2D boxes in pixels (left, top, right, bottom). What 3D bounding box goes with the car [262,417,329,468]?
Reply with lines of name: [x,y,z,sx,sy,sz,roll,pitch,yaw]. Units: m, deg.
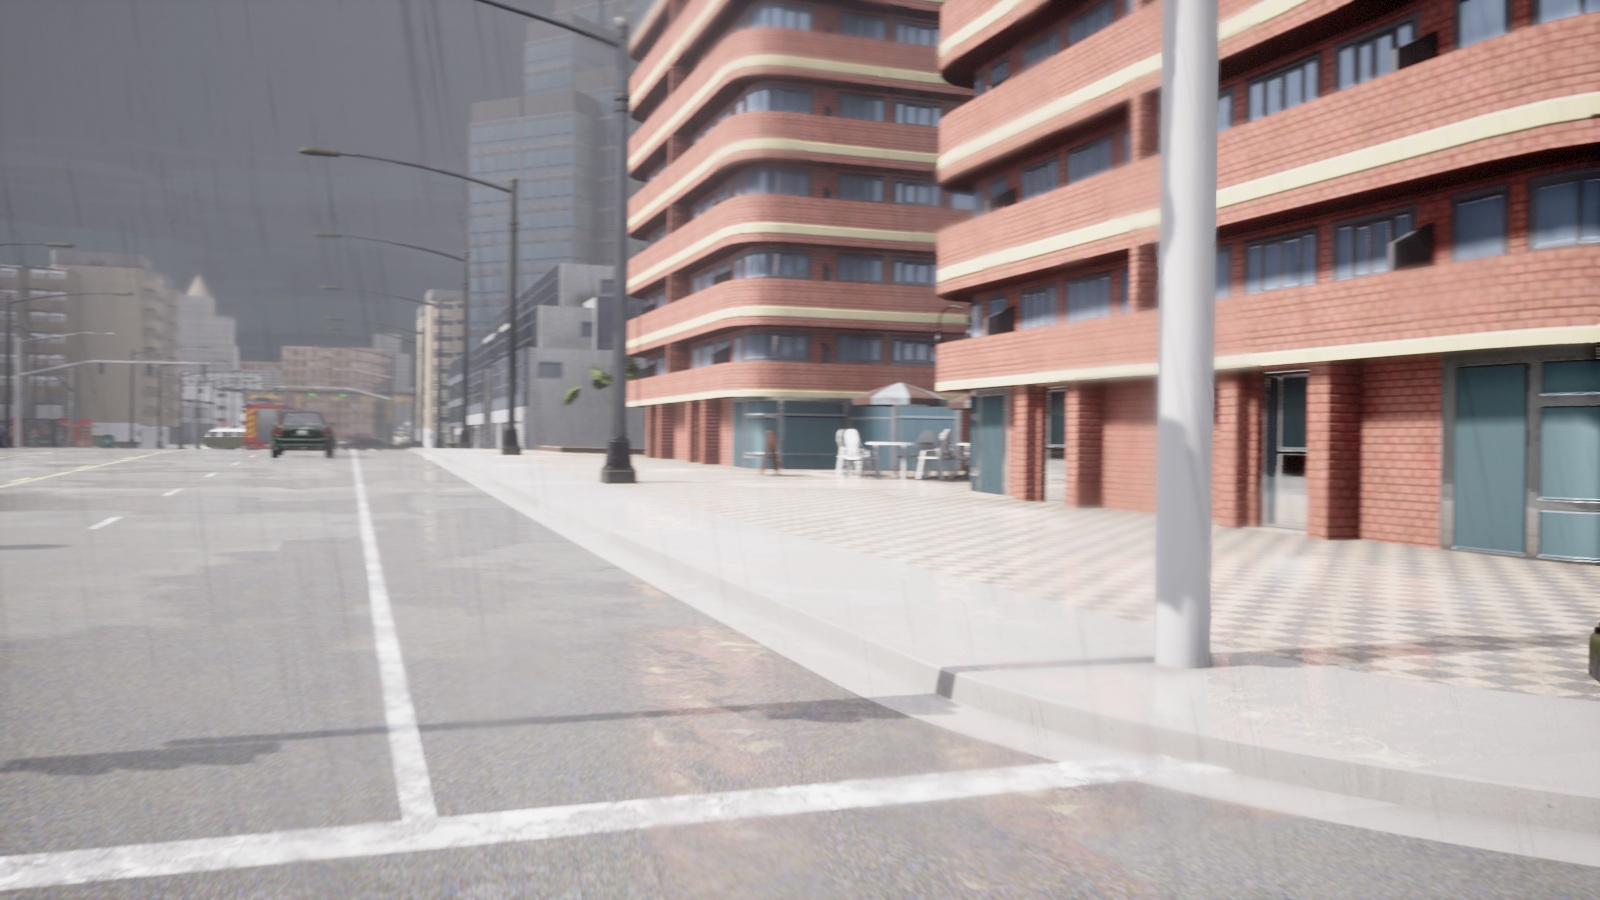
car: [-18.323,-0.313,45.796,2.097,1.767,4.553,-1,1,-20]

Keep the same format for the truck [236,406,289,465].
truck: [-36.959,-0.920,86.516,2.891,3.827,8.468,-1,-1,-20]
